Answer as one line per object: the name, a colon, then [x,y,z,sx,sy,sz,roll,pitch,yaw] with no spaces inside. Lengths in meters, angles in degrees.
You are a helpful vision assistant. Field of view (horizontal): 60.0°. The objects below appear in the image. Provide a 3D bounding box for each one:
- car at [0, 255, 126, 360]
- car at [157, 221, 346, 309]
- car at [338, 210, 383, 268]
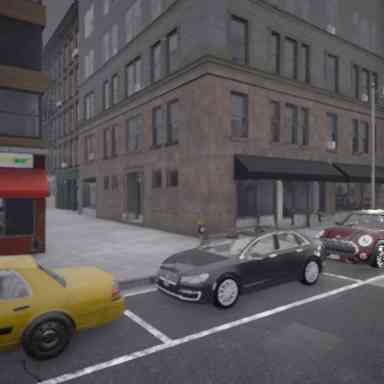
car: [-3.334,1.526,4.383,4.829,1.417,1.752,-1,1,-35]
car: [1.295,1.500,7.645,4.403,1.369,2.008,-1,1,-35]
car: [5.784,1.340,10.808,4.097,1.590,1.967,-1,1,-35]
